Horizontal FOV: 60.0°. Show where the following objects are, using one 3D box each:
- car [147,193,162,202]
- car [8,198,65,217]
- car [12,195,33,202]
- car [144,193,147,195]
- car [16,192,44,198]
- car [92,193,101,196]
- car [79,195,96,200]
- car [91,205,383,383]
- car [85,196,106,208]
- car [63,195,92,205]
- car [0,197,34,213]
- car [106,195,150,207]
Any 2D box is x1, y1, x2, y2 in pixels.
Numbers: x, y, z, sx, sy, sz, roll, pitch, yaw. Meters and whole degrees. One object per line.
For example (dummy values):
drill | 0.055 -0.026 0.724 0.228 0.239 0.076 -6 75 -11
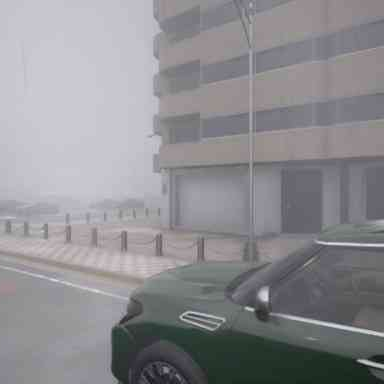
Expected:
car | -7.255 1.209 74.491 1.932 1.855 4.605 0 0 35
car | -15.178 1.619 32.627 1.994 1.385 4.181 0 0 35
car | -38.058 1.419 74.821 1.784 1.438 3.905 0 0 35
car | -9.592 1.211 76.199 1.905 1.878 3.866 0 0 35
car | -35.725 1.208 73.103 1.932 1.855 4.605 0 0 35
car | -25.669 1.211 87.450 1.905 1.878 3.866 0 0 35
car | -28.032 1.451 89.124 1.970 1.475 3.806 0 0 35
car | 1.805 1.222 2.716 5.566 2.045 2.150 0 0 35
car | -11.505 1.618 44.006 1.994 1.385 4.181 0 0 35
car | -21.847 1.451 63.463 1.970 1.475 3.806 0 0 35
car | -18.916 1.547 33.385 2.128 1.511 4.902 0 0 35
car | -8.147 1.546 42.703 2.128 1.511 4.902 0 0 35
